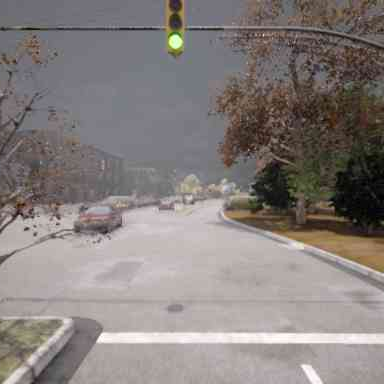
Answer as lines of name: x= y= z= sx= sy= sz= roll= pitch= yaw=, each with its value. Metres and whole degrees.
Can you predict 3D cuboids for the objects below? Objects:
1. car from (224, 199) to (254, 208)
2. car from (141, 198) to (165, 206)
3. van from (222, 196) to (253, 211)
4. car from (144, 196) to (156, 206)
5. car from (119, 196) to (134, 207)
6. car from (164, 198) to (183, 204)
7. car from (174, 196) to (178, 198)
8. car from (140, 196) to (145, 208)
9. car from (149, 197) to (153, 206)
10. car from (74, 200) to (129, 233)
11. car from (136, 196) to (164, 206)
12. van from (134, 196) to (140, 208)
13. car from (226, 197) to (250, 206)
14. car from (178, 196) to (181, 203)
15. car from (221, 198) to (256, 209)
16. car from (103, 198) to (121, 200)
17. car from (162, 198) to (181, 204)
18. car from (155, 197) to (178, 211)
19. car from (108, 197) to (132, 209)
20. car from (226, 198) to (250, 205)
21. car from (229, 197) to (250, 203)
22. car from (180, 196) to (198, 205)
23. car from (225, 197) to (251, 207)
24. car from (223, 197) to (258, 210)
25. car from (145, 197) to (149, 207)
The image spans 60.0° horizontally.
car: x=8.037 y=1.964 z=57.201 sx=4.674 sy=1.452 sz=2.002 roll=1 pitch=-1 yaw=-13
car: x=-8.427 y=2.147 z=72.547 sx=5.008 sy=1.535 sz=2.097 roll=-1 pitch=-1 yaw=-12
van: x=6.728 y=1.564 z=45.388 sx=4.442 sy=1.987 sz=1.878 roll=1 pitch=0 yaw=-15
car: x=-9.235 y=2.116 z=66.553 sx=4.674 sy=1.452 sz=2.002 roll=-1 pitch=-1 yaw=-13
car: x=-11.296 y=1.737 z=48.543 sx=4.553 sy=1.767 sz=2.185 roll=-1 pitch=-1 yaw=-15
car: x=-5.203 y=2.390 z=93.368 sx=5.366 sy=1.575 sz=1.946 roll=-1 pitch=-1 yaw=-10
car: x=-6.548 y=2.161 z=84.485 sx=4.553 sy=1.767 sz=2.185 roll=-1 pitch=-1 yaw=-11
car: x=-10.667 y=1.935 z=54.559 sx=4.892 sy=1.521 sz=2.231 roll=-1 pitch=-1 yaw=-14
car: x=-9.987 y=2.045 z=60.563 sx=4.674 sy=1.452 sz=2.002 roll=-1 pitch=-1 yaw=-14
car: x=-5.372 y=1.492 z=19.747 sx=1.812 sy=1.442 sz=4.674 roll=2 pitch=1 yaw=2
car: x=-8.817 y=1.860 z=69.567 sx=5.566 sy=2.045 sz=2.435 roll=-1 pitch=-1 yaw=-13
van: x=-10.863 y=1.671 z=51.589 sx=4.442 sy=1.987 sz=1.878 roll=-1 pitch=-1 yaw=-15
car: x=9.551 y=1.930 z=68.955 sx=4.553 sy=1.767 sz=2.185 roll=1 pitch=0 yaw=-12
car: x=-6.054 y=2.322 z=87.463 sx=4.892 sy=1.521 sz=2.231 roll=-1 pitch=-1 yaw=-10
car: x=7.535 y=1.886 z=54.208 sx=5.366 sy=1.575 sz=1.946 roll=1 pitch=0 yaw=-14
car: x=-11.971 y=1.828 z=42.590 sx=4.792 sy=1.488 sz=2.163 roll=-1 pitch=-1 yaw=-16
car: x=-5.559 y=2.356 z=90.441 sx=5.008 sy=1.535 sz=2.097 roll=-1 pitch=-1 yaw=-10
car: x=-3.591 y=1.915 z=47.130 sx=1.812 sy=1.442 sz=4.674 roll=0 pitch=1 yaw=5
car: x=-11.358 y=1.821 z=45.589 sx=5.366 sy=1.575 sz=1.946 roll=-1 pitch=-1 yaw=-15
car: x=10.333 y=2.149 z=74.802 sx=4.792 sy=1.488 sz=2.163 roll=1 pitch=0 yaw=-11
car: x=13.109 y=2.309 z=92.326 sx=5.366 sy=1.575 sz=1.946 roll=1 pitch=0 yaw=-10
car: x=-0.643 y=2.146 z=72.059 sx=2.128 sy=1.511 sz=4.902 roll=0 pitch=-1 yaw=8
car: x=8.714 y=1.864 z=63.077 sx=4.553 sy=1.767 sz=2.185 roll=1 pitch=-1 yaw=-13
car: x=7.080 y=1.699 z=48.360 sx=4.553 sy=1.767 sz=2.185 roll=1 pitch=-1 yaw=-14
car: x=-10.326 y=2.009 z=57.558 sx=4.674 sy=1.452 sz=2.002 roll=-1 pitch=-1 yaw=-14
